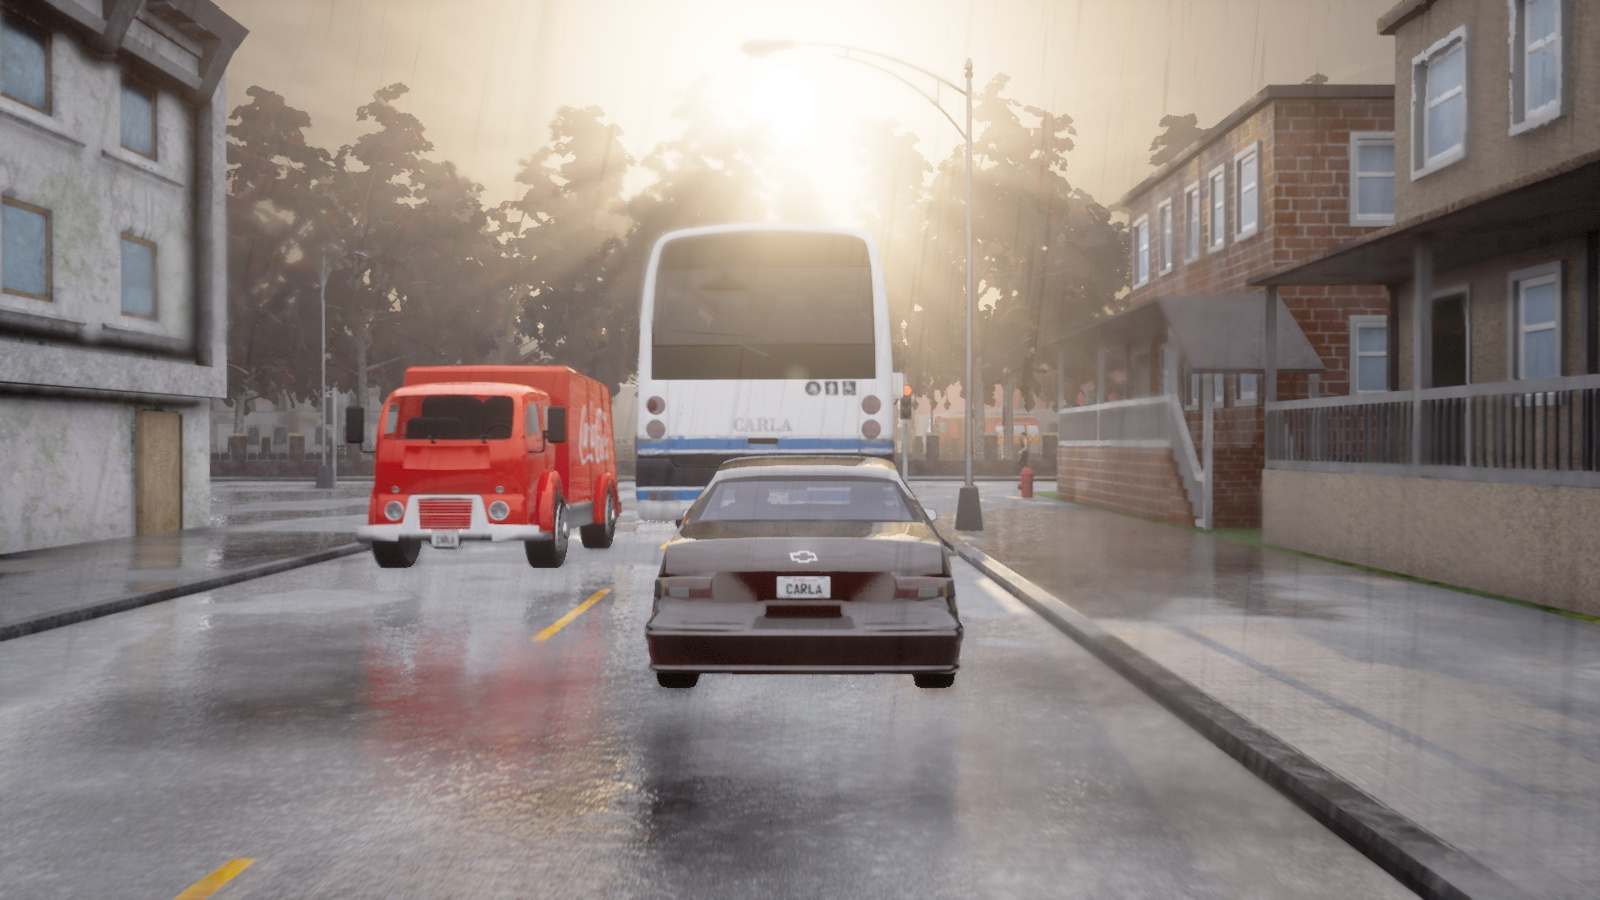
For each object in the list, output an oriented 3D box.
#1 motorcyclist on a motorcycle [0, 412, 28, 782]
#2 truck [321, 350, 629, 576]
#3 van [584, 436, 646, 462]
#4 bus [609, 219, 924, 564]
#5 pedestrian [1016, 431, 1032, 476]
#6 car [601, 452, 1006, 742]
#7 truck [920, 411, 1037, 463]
[{"bbox_3d":[-3.961,0.665,4.634,0.766,1.649,2.350,0,1,0],"label":"motorcyclist on a motorcycle"},{"bbox_3d":[-3.903,0.173,16.300,2.627,2.467,5.204,0,-1,0],"label":"truck"},{"bbox_3d":[-14.019,-0.090,95.296,4.442,1.987,1.775,0,0,0],"label":"van"},{"bbox_3d":[-0.065,-0.756,20.782,3.944,4.253,10.273,0,0,4],"label":"bus"},{"bbox_3d":[9.150,0.153,51.224,0.594,1.836,0.345,0,0,1],"label":"pedestrian"},{"bbox_3d":[0.057,0.739,8.981,2.033,1.411,5.357,0,0,1],"label":"car"},{"bbox_3d":[13.492,-0.984,95.177,8.468,3.827,2.891,0,0,0],"label":"truck"}]
